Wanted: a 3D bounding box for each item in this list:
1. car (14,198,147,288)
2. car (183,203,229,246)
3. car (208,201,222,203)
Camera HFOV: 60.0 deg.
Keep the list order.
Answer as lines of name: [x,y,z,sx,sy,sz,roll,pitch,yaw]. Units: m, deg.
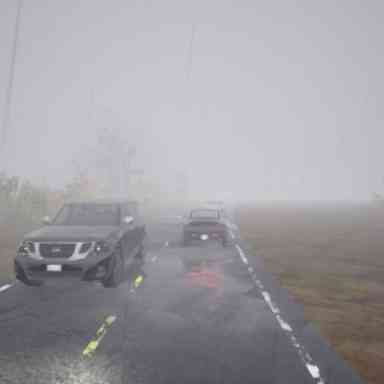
car: [-2.737,1.211,9.623,2.150,2.045,5.566,0,0,2]
car: [0.613,1.495,15.293,1.837,1.490,4.892,0,0,3]
car: [2.488,1.570,35.561,1.895,1.301,4.718,0,0,7]
